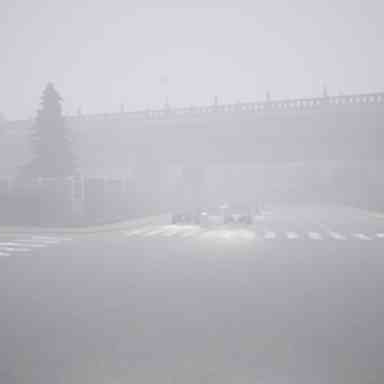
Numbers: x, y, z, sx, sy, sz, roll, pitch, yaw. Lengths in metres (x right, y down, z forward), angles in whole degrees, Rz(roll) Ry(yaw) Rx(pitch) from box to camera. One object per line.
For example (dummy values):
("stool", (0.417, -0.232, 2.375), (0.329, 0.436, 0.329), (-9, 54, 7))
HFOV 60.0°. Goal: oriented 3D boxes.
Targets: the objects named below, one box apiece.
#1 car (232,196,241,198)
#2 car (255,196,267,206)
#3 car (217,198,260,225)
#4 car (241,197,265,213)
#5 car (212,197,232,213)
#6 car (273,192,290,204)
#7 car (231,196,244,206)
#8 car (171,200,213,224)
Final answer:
("car", (4.892, 1.419, 43.152), (2.128, 1.511, 4.902), (-1, 0, 15))
("car", (7.991, 1.489, 41.169), (1.895, 1.301, 4.718), (-1, 0, 15))
("car", (3.430, 1.446, 23.748), (2.128, 1.511, 4.902), (-1, 0, 15))
("car", (5.746, 1.485, 32.614), (1.994, 1.385, 4.181), (-1, 0, 16))
("car", (2.311, 1.512, 33.343), (2.033, 1.411, 5.357), (-1, 0, 15))
("car", (15.151, 1.012, 56.485), (2.150, 2.045, 5.566), (0, 0, 7))
("car", (7.296, 1.419, 53.079), (1.812, 1.442, 4.674), (-1, 0, 12))
("car", (-0.055, 1.562, 24.413), (1.994, 1.385, 4.181), (-1, 0, 16))
